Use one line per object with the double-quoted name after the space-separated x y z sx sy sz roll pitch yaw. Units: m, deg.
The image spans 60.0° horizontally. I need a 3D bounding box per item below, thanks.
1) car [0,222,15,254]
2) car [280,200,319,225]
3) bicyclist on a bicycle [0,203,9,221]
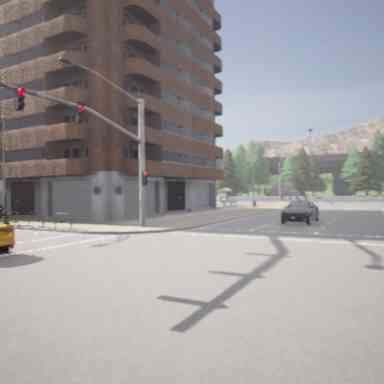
-8.828 1.590 12.754 5.008 1.535 1.882 -1 0 33 "car"
7.584 1.341 23.183 1.882 1.535 5.008 -1 0 29 "car"
-14.936 1.487 25.730 0.582 1.620 1.656 -1 0 29 "bicyclist on a bicycle"
